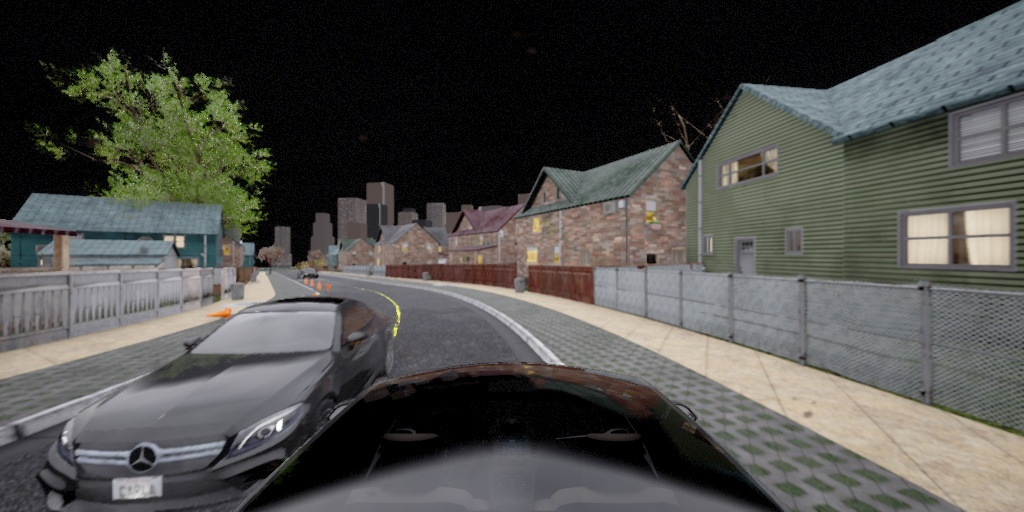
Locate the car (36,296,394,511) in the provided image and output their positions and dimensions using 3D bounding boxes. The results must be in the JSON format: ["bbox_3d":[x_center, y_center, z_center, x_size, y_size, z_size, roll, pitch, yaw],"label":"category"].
[{"bbox_3d":[-2.793,1.306,4.698,1.812,1.442,4.674,0,-1,-7],"label":"car"}]

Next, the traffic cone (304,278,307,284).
[{"bbox_3d":[-20.399,2.446,35.554,0.340,0.580,0.340,0,0,-35],"label":"traffic cone"}]

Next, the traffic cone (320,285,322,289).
[{"bbox_3d":[-14.691,2.209,27.342,0.340,0.580,0.340,0,0,-35],"label":"traffic cone"}]

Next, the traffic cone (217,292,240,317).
[{"bbox_3d":[-8.946,1.521,11.307,0.340,0.580,0.340,0,0,-18],"label":"traffic cone"}]

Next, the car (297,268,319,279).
[{"bbox_3d":[-27.318,2.329,47.838,1.837,1.490,4.892,0,-2,-42],"label":"car"}]

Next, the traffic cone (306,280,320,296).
[{"bbox_3d":[-8.637,1.381,15.570,0.340,0.580,0.340,0,0,-29],"label":"traffic cone"}]

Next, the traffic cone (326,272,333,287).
[{"bbox_3d":[-11.372,1.479,22.203,0.340,0.580,0.340,0,0,-23],"label":"traffic cone"}]
